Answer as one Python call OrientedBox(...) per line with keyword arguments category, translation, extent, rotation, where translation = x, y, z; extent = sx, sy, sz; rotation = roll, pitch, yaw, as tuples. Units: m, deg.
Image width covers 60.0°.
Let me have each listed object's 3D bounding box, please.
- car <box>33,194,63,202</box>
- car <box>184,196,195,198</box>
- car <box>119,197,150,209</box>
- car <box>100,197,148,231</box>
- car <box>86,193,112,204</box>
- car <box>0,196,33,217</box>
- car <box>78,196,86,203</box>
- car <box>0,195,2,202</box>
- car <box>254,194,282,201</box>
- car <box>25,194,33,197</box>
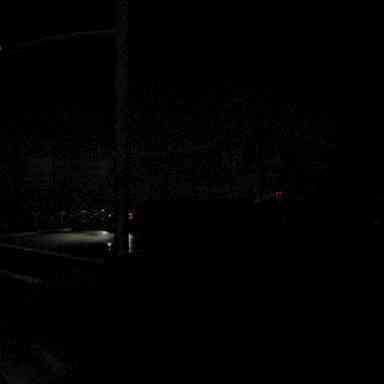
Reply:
OrientedBox(category="car", translation=(-28.915, 1.153, 67.759), extent=(2.152, 1.636, 5.027), rotation=(0, 0, 35))
OrientedBox(category="car", translation=(-0.778, 1.374, 48.169), extent=(1.845, 1.501, 3.633), rotation=(0, 0, 35))
OrientedBox(category="car", translation=(-7.499, 1.384, 43.836), extent=(1.970, 1.475, 3.806), rotation=(0, 0, 35))
OrientedBox(category="car", translation=(-3.056, 1.352, 20.569), extent=(2.097, 1.767, 4.553), rotation=(0, 0, 35))
OrientedBox(category="car", translation=(-15.864, 1.097, 59.022), extent=(1.932, 1.855, 4.605), rotation=(0, 0, 35))
OrientedBox(category="car", translation=(-15.817, 1.339, 26.918), extent=(2.007, 1.523, 4.514), rotation=(0, 0, 35))
OrientedBox(category="car", translation=(-18.474, 1.077, 60.365), extent=(1.905, 1.878, 3.866), rotation=(0, 0, 35))
OrientedBox(category="car", translation=(-41.402, 1.298, 67.569), extent=(2.007, 1.523, 4.514), rotation=(0, 0, 35))
OrientedBox(category="car", translation=(8.422, 1.221, 37.051), extent=(2.150, 2.045, 5.566), rotation=(0, 0, 35))
OrientedBox(category="car", translation=(-34.339, 1.232, 71.204), extent=(1.970, 1.475, 3.806), rotation=(0, 0, 35))
